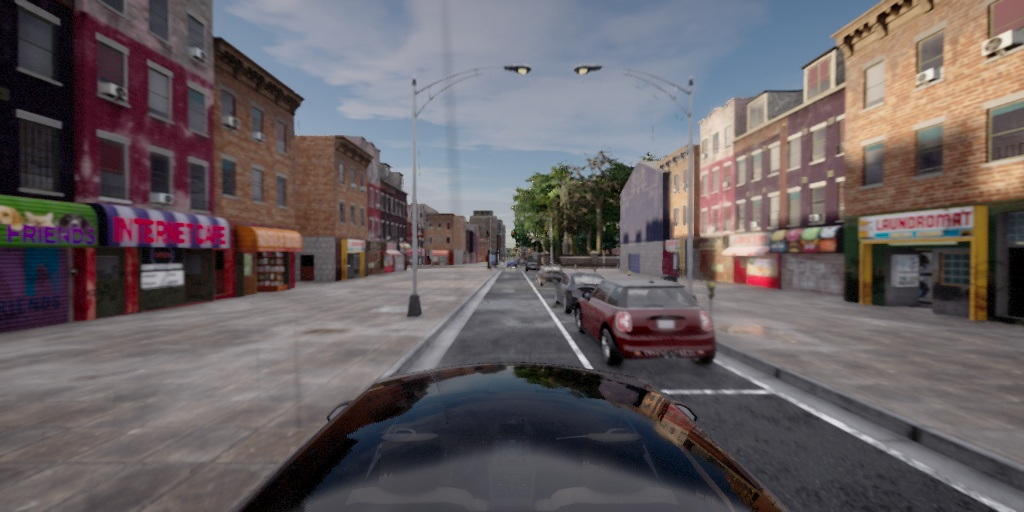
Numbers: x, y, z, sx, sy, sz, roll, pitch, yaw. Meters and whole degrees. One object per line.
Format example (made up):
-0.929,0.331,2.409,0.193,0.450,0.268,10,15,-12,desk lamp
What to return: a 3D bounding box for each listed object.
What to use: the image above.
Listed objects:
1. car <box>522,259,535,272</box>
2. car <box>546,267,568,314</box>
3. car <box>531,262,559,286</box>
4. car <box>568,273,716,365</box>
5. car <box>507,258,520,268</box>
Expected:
2.643,1.377,47.401,1.948,1.339,4.313,0,0,0,car
2.639,1.301,13.671,2.007,1.370,4.403,0,0,0,car
2.640,1.310,24.915,2.007,1.370,4.403,0,0,0,car
2.638,1.189,8.050,1.967,1.591,4.097,0,0,0,car
0.009,1.382,64.338,1.812,1.442,4.674,0,-1,0,car
